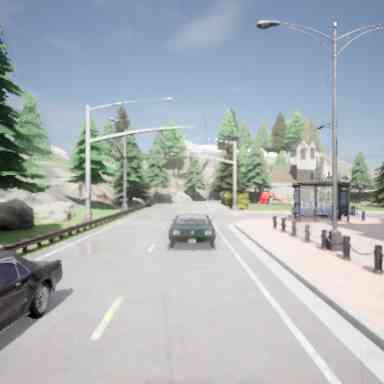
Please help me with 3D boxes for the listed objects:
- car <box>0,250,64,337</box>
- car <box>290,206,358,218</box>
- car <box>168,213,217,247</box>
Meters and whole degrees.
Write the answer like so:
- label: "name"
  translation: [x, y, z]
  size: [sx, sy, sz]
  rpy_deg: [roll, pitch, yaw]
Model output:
- label: "car"
  translation: [-3.582, 1.593, 4.630]
  size: [1.895, 1.301, 4.718]
  rpy_deg: [0, 0, 0]
- label: "car"
  translation: [11.384, 1.510, 29.015]
  size: [5.357, 1.411, 2.033]
  rpy_deg: [0, 0, 7]
- label: "car"
  translation: [0.013, 1.585, 14.895]
  size: [1.895, 1.301, 4.718]
  rpy_deg: [0, 0, 0]
